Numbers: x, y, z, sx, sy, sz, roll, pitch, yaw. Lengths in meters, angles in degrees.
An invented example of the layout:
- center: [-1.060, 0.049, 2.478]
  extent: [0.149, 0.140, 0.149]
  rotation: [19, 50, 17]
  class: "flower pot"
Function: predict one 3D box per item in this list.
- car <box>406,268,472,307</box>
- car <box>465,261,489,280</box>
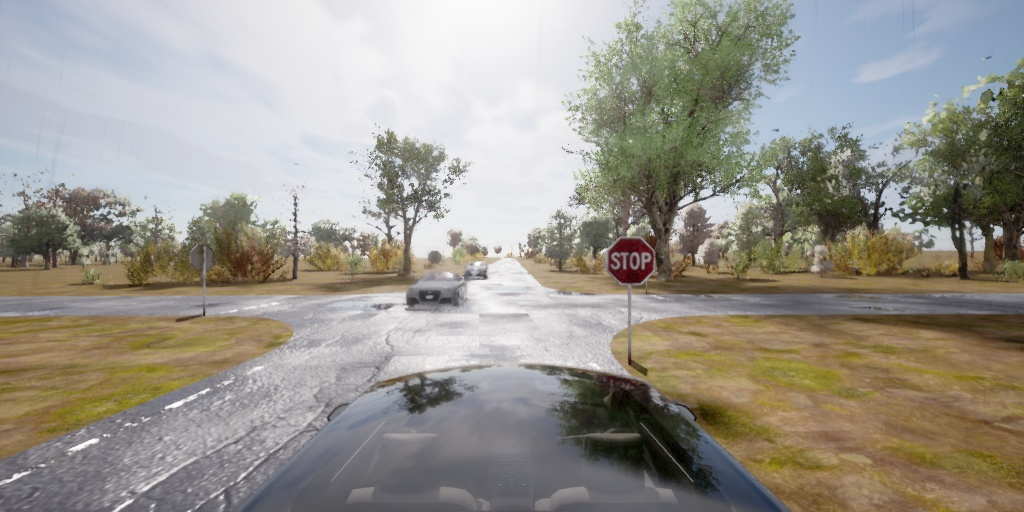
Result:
- center: [-3.010, 1.339, 15.089]
  extent: [1.994, 1.385, 4.181]
  rotation: [0, -1, 0]
  class: "car"
- center: [-3.016, 1.239, 31.461]
  extent: [2.128, 1.511, 4.902]
  rotation: [0, 0, 0]
  class: "car"
